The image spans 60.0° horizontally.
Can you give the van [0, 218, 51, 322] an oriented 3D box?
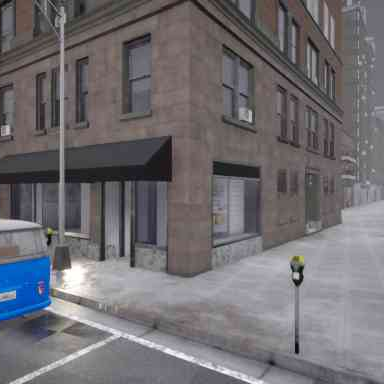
[{"bbox_3d":[-4.308,1.340,6.092,3.998,1.788,1.690,0,0,35],"label":"van"}]
